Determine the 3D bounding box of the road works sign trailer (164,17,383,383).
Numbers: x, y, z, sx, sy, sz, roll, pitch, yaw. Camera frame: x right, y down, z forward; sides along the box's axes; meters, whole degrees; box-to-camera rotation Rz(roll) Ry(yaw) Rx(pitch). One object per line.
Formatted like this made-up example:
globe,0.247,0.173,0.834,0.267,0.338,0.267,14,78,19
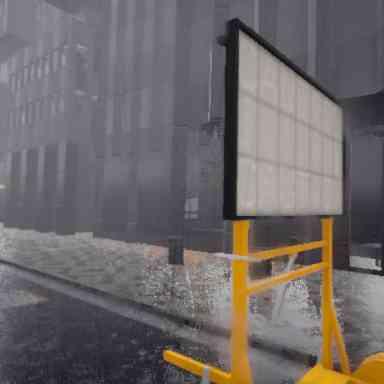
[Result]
road works sign trailer,0.807,0.641,3.146,2.880,3.560,2.380,-1,-4,40
